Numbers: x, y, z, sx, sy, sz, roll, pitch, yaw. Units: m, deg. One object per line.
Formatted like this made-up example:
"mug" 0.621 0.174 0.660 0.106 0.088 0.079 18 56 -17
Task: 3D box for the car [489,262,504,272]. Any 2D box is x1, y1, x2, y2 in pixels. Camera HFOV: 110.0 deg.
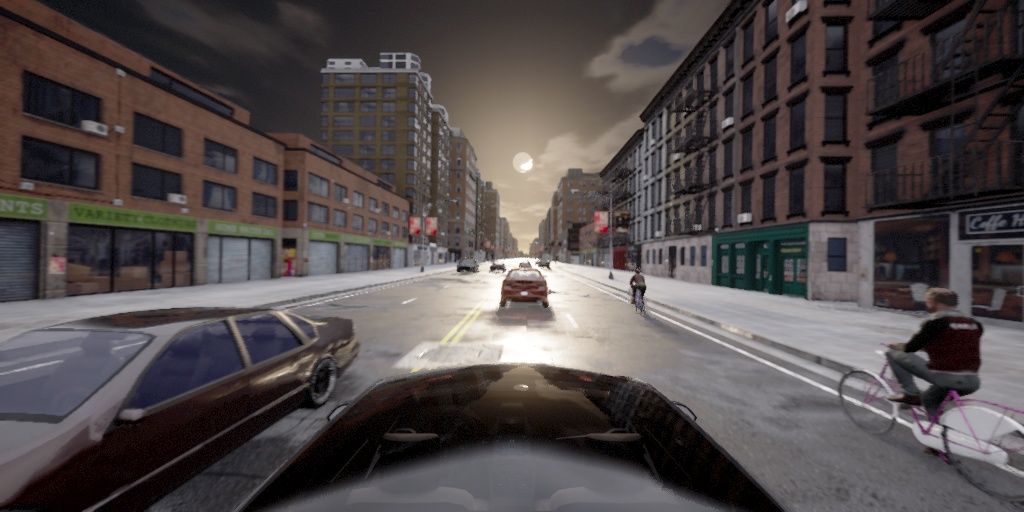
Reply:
"car" -1.781 1.376 45.933 1.895 1.301 4.718 1 0 2

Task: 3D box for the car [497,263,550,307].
"car" 0.554 1.260 15.899 1.882 1.535 5.008 1 0 2

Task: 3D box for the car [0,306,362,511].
"car" -3.362 1.243 3.361 2.033 1.411 5.357 1 0 2

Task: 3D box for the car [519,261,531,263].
"car" 1.980 1.411 54.741 1.994 1.385 4.181 1 0 2

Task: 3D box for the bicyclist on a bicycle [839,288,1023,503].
"bicyclist on a bicycle" 4.151 1.195 3.671 0.659 1.776 1.843 1 0 2

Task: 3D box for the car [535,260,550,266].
"car" 5.479 1.417 61.552 1.837 1.490 4.892 1 0 2

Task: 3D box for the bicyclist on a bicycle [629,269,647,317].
"bicyclist on a bicycle" 4.485 1.298 12.795 0.582 1.620 1.656 1 0 2

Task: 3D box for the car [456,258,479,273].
"car" -5.170 1.064 42.228 2.097 1.767 4.553 1 0 2
